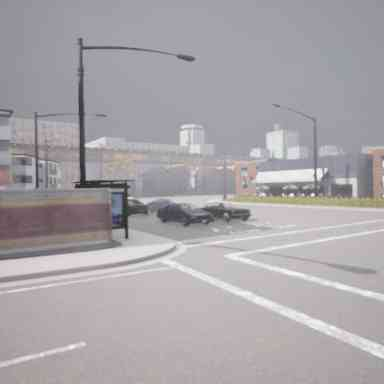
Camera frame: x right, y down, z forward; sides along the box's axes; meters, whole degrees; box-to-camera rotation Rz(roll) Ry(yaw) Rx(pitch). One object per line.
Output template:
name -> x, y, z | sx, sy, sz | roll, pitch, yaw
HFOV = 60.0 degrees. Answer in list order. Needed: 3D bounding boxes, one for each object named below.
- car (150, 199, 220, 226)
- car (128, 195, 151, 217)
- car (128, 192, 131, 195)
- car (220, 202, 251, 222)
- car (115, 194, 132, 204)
car -> -0.643, 1.487, 23.217 | 2.033, 1.411, 5.357 | -1, 1, -32
car -> -5.777, 1.404, 31.518 | 1.882, 1.535, 5.008 | -1, 1, -31
car -> -9.048, 1.050, 44.086 | 2.150, 2.045, 5.566 | -1, 1, -24
car -> 2.300, 1.464, 25.118 | 1.895, 1.301, 4.718 | -1, 1, -32
car -> -12.194, 1.173, 59.335 | 1.882, 1.535, 5.008 | -1, 0, 2
